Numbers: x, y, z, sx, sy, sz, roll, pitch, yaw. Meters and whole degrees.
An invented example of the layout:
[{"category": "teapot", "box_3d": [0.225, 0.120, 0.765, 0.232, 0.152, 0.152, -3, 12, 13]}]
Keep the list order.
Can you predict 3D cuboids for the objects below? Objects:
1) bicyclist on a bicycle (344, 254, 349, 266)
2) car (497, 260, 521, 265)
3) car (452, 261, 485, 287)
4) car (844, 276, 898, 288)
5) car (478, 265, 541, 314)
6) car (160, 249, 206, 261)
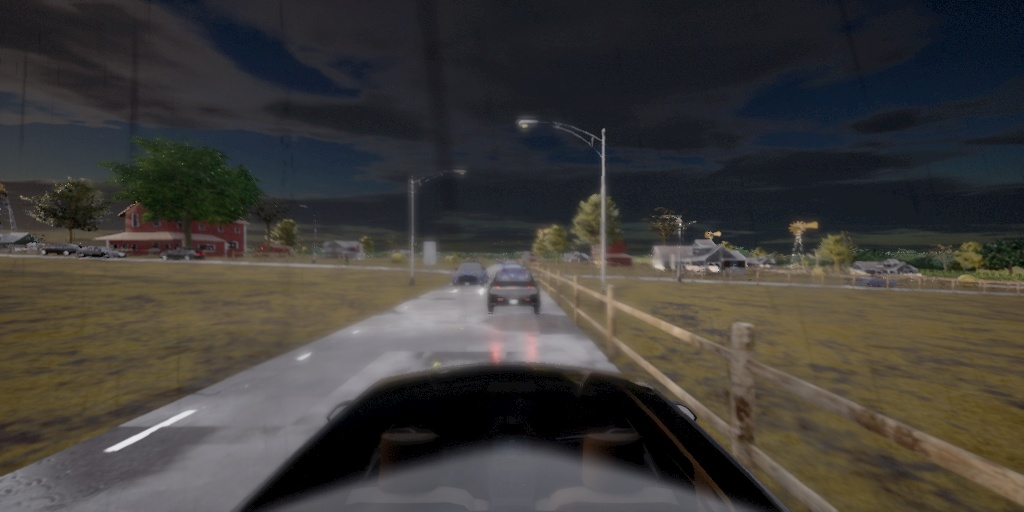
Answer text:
[{"category": "bicyclist on a bicycle", "box_3d": [-22.616, 0.552, 49.008, 0.582, 1.620, 1.656, 2, 0, 0]}, {"category": "car", "box_3d": [0.063, 1.292, 27.750, 1.882, 1.535, 5.008, 0, 0, 0]}, {"category": "car", "box_3d": [-2.817, 1.155, 24.890, 2.097, 1.767, 4.553, 0, 0, 0]}, {"category": "car", "box_3d": [46.003, 3.341, 45.963, 5.357, 1.411, 2.033, 2, 0, 0]}, {"category": "car", "box_3d": [0.070, 1.262, 13.932, 2.128, 1.511, 4.902, 0, 0, 0]}, {"category": "car", "box_3d": [-42.057, -0.118, 45.852, 4.892, 1.490, 1.837, 2, 0, 0]}]
